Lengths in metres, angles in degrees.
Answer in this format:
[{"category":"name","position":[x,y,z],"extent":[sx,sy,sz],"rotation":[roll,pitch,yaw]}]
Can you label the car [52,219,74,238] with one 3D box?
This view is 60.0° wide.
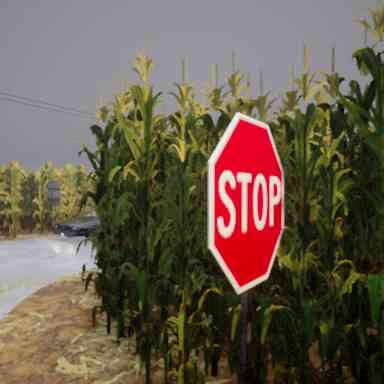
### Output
[{"category":"car","position":[-4.285,1.521,17.113],"extent":[2.033,1.411,5.357],"rotation":[0,0,36]}]
